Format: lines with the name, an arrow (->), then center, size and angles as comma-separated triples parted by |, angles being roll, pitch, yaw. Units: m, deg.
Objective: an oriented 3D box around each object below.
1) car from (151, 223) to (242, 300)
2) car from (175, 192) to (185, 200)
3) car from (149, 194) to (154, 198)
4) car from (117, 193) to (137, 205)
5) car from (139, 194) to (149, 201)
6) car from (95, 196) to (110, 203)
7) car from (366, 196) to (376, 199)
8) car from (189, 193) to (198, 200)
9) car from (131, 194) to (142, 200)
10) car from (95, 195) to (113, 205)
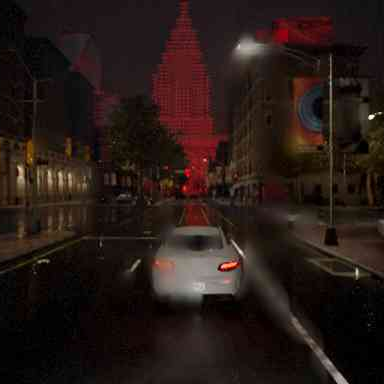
car -> 0.110, 1.502, 8.203 | 1.812, 1.442, 4.674 | 0, 0, 1
car -> -3.138, 0.970, 86.527 | 2.150, 2.045, 5.566 | 0, 0, 0
car -> -11.134, 1.220, 87.353 | 1.882, 1.535, 5.008 | 0, 0, 0
car -> -11.328, 1.384, 56.739 | 2.033, 1.411, 5.357 | 0, 0, 1
car -> -11.199, 1.271, 72.089 | 1.882, 1.535, 5.008 | 0, 0, 0
car -> -17.970, 1.403, 66.946 | 1.895, 1.301, 4.718 | 0, 0, 0
car -> 34.730, 1.285, 68.118 | 2.231, 1.521, 4.892 | 0, 0, 0
car -> 0.362, 1.245, 86.483 | 1.837, 1.490, 4.892 | 0, 0, 0
car -> -14.631, 1.277, 88.025 | 2.033, 1.411, 5.357 | 0, 0, 0
car -> -14.827, 1.342, 56.782 | 1.837, 1.490, 4.892 | 0, 0, 1
